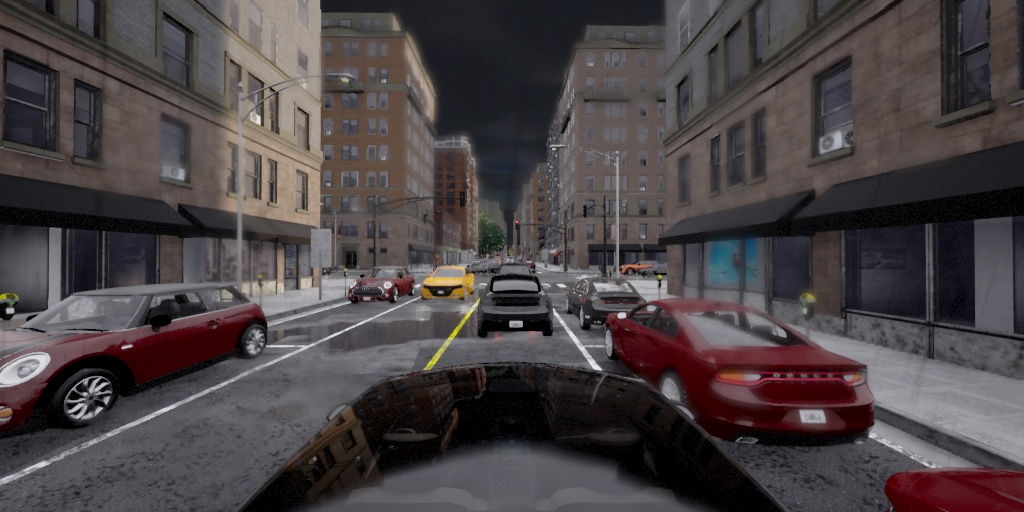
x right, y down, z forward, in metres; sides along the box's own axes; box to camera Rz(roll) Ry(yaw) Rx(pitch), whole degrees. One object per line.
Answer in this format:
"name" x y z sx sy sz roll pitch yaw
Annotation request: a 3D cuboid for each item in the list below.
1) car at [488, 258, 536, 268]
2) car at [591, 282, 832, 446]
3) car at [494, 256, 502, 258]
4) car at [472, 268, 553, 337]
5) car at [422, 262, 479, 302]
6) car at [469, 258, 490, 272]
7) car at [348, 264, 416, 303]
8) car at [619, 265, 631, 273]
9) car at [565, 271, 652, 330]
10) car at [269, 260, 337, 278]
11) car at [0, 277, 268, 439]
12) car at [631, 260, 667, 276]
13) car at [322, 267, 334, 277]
"car" 0.127 1.108 17.748 2.097 1.767 4.553 0 0 0
"car" 2.676 1.296 5.417 1.888 1.381 4.507 0 0 0
"car" -3.148 1.159 60.759 2.097 1.767 4.553 0 0 0
"car" 0.060 1.258 10.334 1.837 1.490 4.892 0 0 -1
"car" -2.911 1.233 17.317 1.882 1.535 5.008 0 0 1
"car" -2.296 1.258 38.018 2.128 1.511 4.902 0 0 37
"car" -5.829 1.195 16.413 1.967 1.591 4.097 0 0 0
"car" 14.039 1.221 39.280 4.553 1.767 2.097 0 0 0
"car" 2.687 1.303 10.908 2.007 1.370 4.403 0 0 0
"car" -18.822 1.148 32.439 5.008 1.535 1.882 0 0 0
"car" -5.850 1.190 5.426 1.967 1.591 4.097 0 0 0
"car" 15.203 1.395 36.019 5.357 1.411 2.033 0 0 0
"car" -18.003 0.864 29.187 5.566 2.045 2.150 1 0 0
